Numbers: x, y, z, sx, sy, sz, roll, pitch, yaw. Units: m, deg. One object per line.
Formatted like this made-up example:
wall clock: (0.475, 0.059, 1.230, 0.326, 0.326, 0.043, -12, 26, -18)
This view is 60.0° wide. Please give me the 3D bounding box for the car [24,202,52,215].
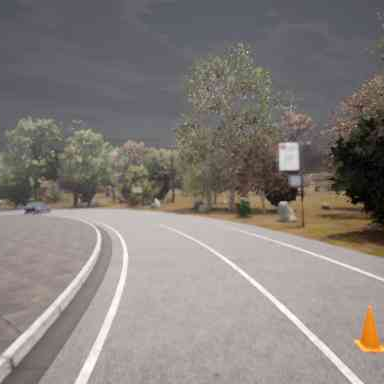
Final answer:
car: (-21.653, 2.167, 46.709, 4.553, 1.767, 2.097, -3, 2, 40)
